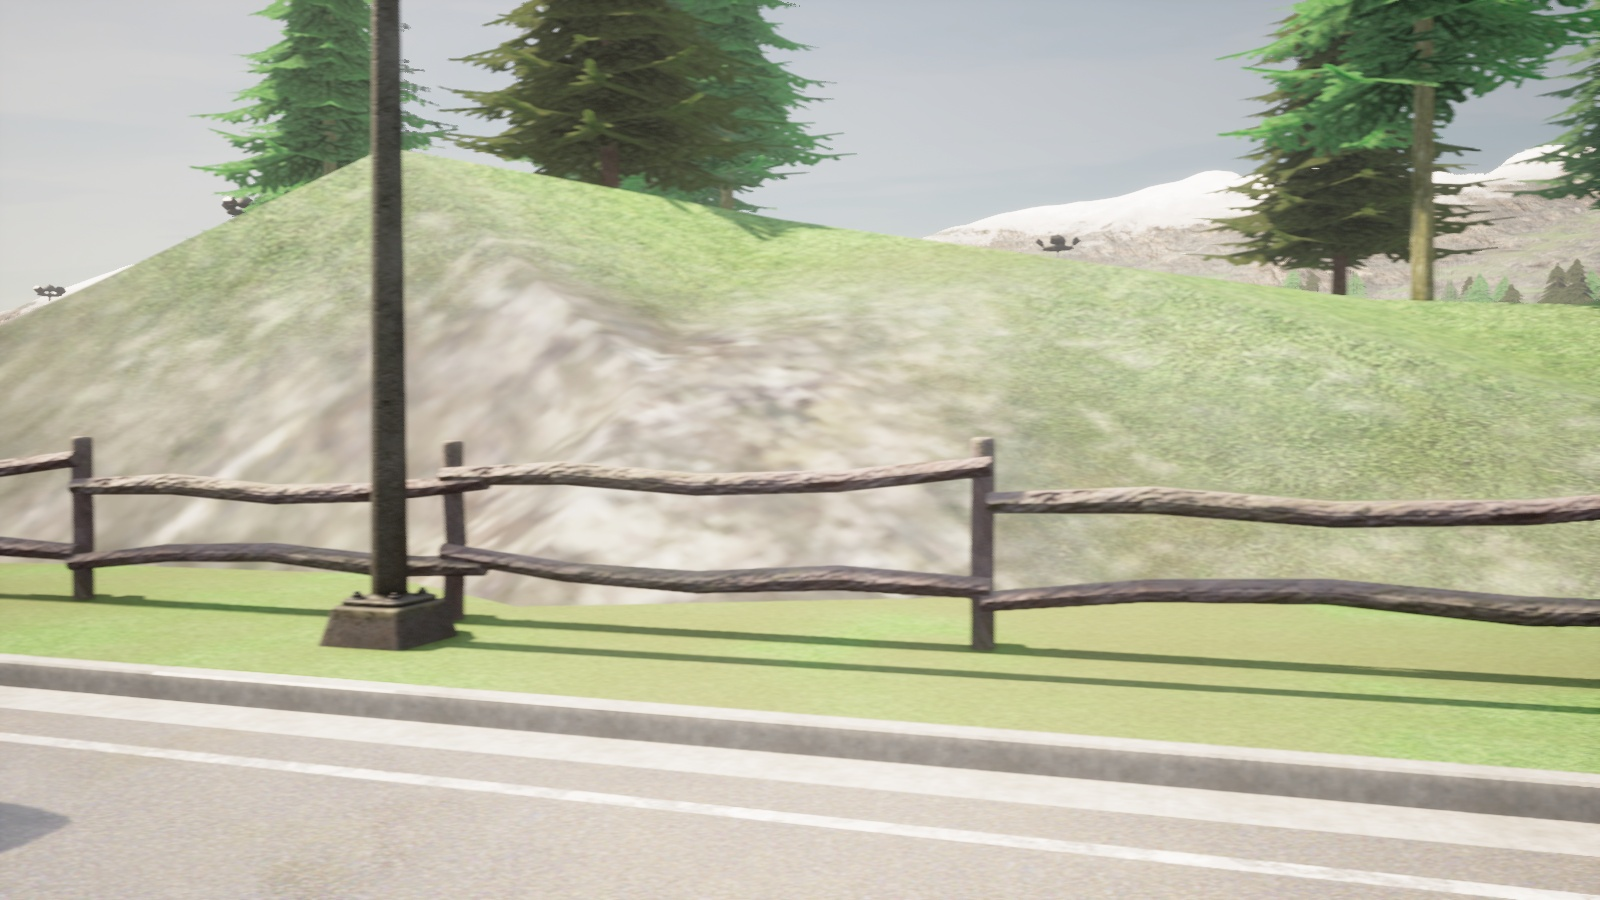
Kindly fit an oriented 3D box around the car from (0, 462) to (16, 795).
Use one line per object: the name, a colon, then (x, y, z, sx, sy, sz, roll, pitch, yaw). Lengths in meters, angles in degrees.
car: (-6.239, 0.744, 5.293, 5.357, 1.411, 2.033, 1, 1, 19)
